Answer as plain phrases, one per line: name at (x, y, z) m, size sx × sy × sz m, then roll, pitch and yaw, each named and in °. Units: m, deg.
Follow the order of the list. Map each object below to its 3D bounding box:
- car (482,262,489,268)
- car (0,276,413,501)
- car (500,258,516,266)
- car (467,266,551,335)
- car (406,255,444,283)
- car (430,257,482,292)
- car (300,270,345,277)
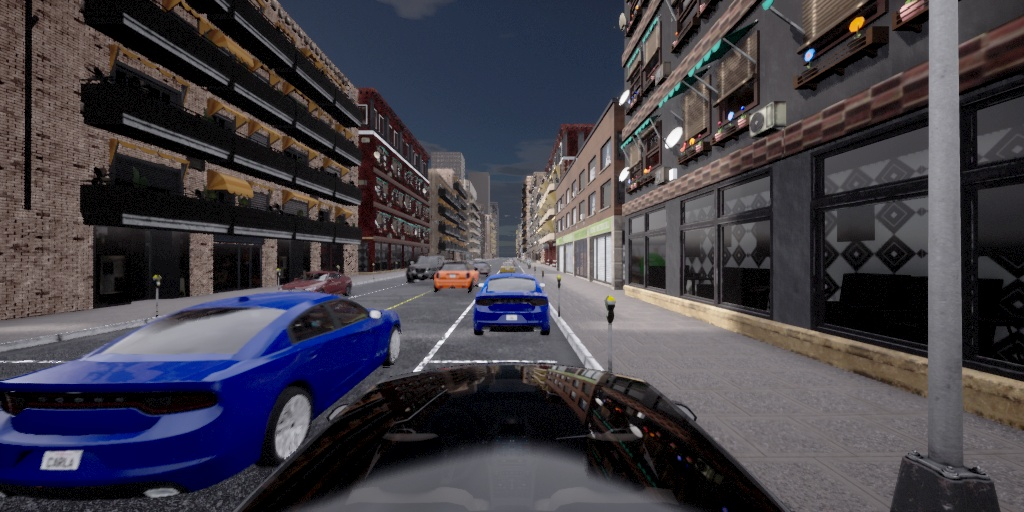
car at (-3.046, 1.297, 35.383) m, size 2.033 × 1.411 × 5.357 m, roll 0°, pitch 0°, yaw 0°
car at (-3.051, 1.228, 4.905) m, size 1.882 × 1.535 × 5.008 m, roll 0°, pitch 0°, yaw 0°
car at (-0.456, 1.275, 39.173) m, size 1.751 × 1.417 × 4.829 m, roll 0°, pitch 0°, yaw 0°
car at (-0.005, 1.228, 10.499) m, size 1.882 × 1.535 × 5.008 m, roll 0°, pitch 0°, yaw 0°
car at (-6.245, 0.972, 27.102) m, size 2.150 × 2.045 × 5.566 m, roll 0°, pitch 0°, yaw 0°
car at (-3.146, 1.103, 21.138) m, size 2.097 × 1.767 × 4.553 m, roll 0°, pitch 0°, yaw 0°
car at (-8.837, 1.333, 16.462) m, size 1.802 × 1.307 × 4.207 m, roll 0°, pitch 0°, yaw 0°
